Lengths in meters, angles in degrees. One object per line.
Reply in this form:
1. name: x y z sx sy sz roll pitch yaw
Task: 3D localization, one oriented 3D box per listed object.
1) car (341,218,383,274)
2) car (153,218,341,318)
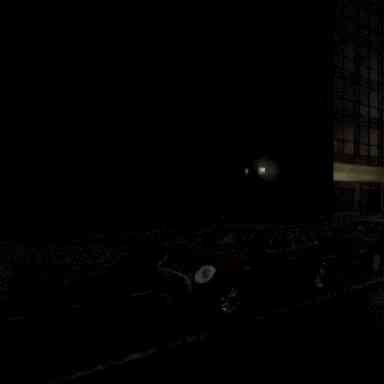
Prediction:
1. car: 5.757 1.553 10.641 4.507 1.381 1.887 0 0 -36
2. car: 1.168 1.444 7.366 4.097 1.590 1.967 0 0 -36
